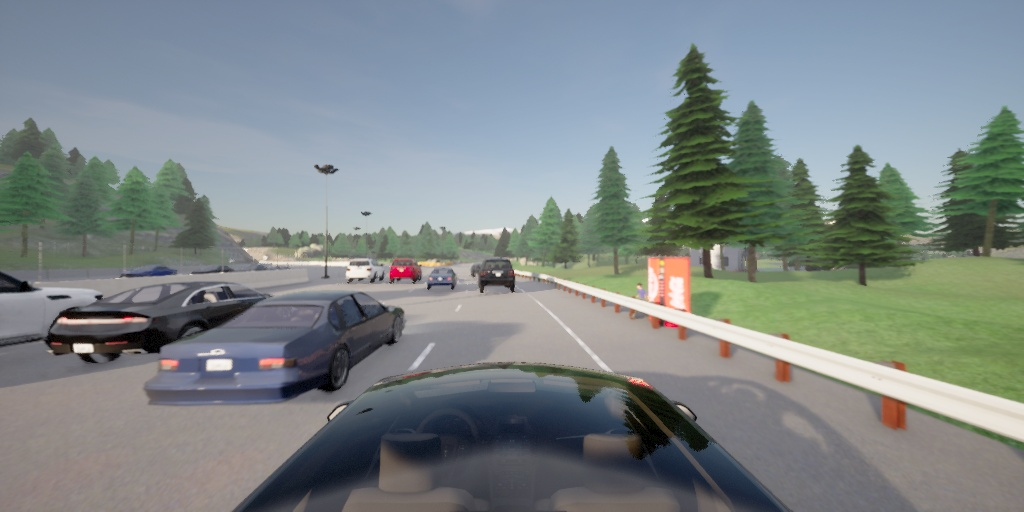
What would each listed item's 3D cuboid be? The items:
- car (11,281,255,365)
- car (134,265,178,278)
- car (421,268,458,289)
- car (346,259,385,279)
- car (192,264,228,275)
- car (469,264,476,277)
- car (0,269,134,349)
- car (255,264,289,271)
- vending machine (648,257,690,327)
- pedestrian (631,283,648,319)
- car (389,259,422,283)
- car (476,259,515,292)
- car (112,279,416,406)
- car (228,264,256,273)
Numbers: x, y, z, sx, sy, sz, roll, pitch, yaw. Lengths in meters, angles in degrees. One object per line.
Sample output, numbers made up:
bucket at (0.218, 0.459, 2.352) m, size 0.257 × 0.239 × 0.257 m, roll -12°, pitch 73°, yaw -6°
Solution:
car at (-7.102, 1.322, 8.301) m, size 2.128 × 1.511 × 4.902 m, roll 0°, pitch -1°, yaw -2°
car at (-34.710, 1.627, 34.449) m, size 1.882 × 1.535 × 5.008 m, roll 0°, pitch -1°, yaw -10°
car at (-4.851, 1.531, 25.268) m, size 2.033 × 1.411 × 5.357 m, roll 0°, pitch -1°, yaw -7°
car at (-12.740, 1.284, 31.435) m, size 2.150 × 2.045 × 5.566 m, roll 0°, pitch -1°, yaw -8°
car at (-31.881, 1.657, 38.441) m, size 1.882 × 1.535 × 5.008 m, roll 0°, pitch -1°, yaw -11°
car at (-3.863, 1.648, 41.892) m, size 1.837 × 1.490 × 4.892 m, roll 0°, pitch -1°, yaw -11°
car at (-10.518, 1.041, 6.132) m, size 2.150 × 2.045 × 5.566 m, roll 0°, pitch -1°, yaw -1°
car at (-24.657, 1.719, 37.818) m, size 1.994 × 1.385 × 4.181 m, roll 0°, pitch -1°, yaw -10°
vending machine at (4.790, 1.019, 10.990) m, size 1.100 × 2.100 × 0.880 m, roll 0°, pitch 0°, yaw -3°
pedestrian at (4.232, 1.406, 11.711) m, size 0.375 × 1.300 × 0.375 m, roll 0°, pitch -1°, yaw -3°
car at (-9.154, 1.271, 31.101) m, size 2.150 × 2.045 × 5.566 m, roll 0°, pitch -1°, yaw -8°
car at (-1.072, 1.192, 23.225) m, size 2.150 × 2.045 × 5.566 m, roll 0°, pitch 0°, yaw -6°
car at (-3.523, 1.354, 6.732) m, size 2.033 × 1.411 × 5.357 m, roll 0°, pitch -1°, yaw -2°
car at (-28.529, 1.658, 39.528) m, size 1.882 × 1.535 × 5.008 m, roll 0°, pitch -1°, yaw -11°
